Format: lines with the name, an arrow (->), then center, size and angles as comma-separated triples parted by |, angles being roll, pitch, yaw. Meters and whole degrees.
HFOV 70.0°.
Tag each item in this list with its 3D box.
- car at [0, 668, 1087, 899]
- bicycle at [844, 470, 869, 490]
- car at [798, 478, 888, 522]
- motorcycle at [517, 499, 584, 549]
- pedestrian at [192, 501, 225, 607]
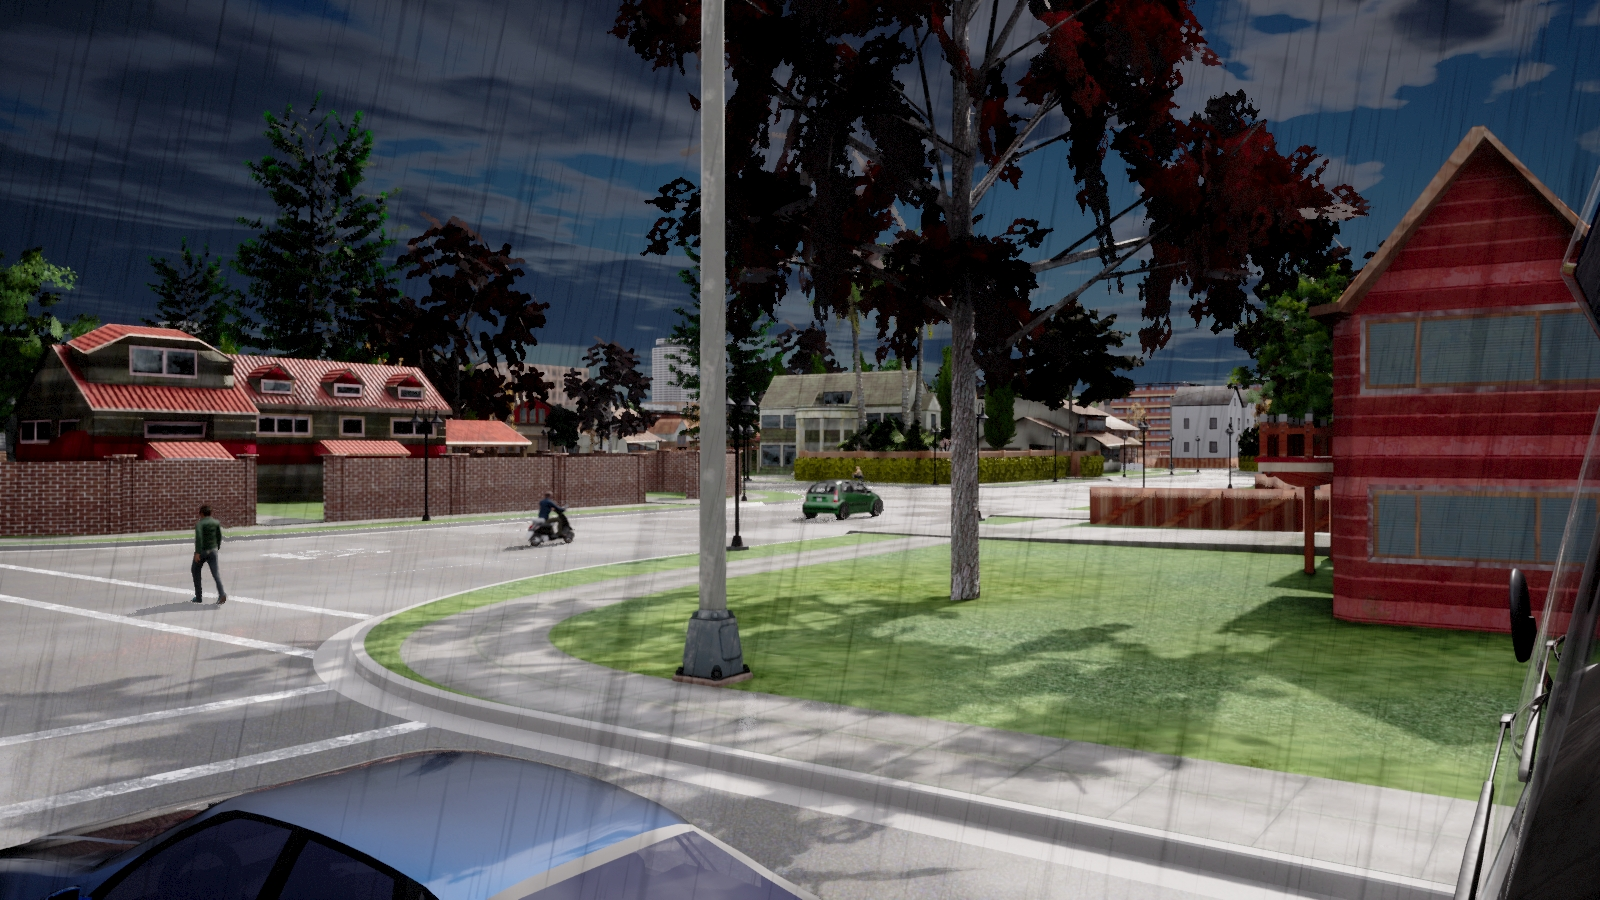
car -> -1.713, 2.106, 4.943 | 5.357, 1.411, 2.033 | 0, 0, 36
bicycle -> 3.841, 2.029, 77.588 | 1.487, 1.301, 0.859 | 1, 0, 33
car -> 1.803, 1.999, 46.758 | 1.851, 1.617, 3.988 | 0, 0, 33
motorcycle -> -7.244, 2.129, 33.200 | 0.856, 1.341, 1.805 | 0, 0, 34
pedestrian -> -10.619, 1.848, 20.511 | 0.375, 1.860, 0.375 | 0, 0, 32
